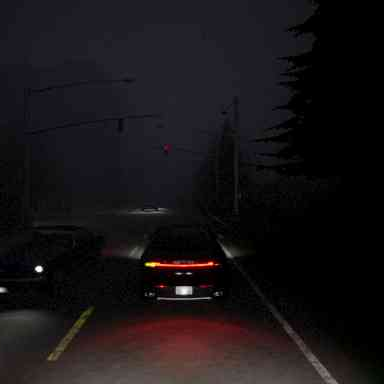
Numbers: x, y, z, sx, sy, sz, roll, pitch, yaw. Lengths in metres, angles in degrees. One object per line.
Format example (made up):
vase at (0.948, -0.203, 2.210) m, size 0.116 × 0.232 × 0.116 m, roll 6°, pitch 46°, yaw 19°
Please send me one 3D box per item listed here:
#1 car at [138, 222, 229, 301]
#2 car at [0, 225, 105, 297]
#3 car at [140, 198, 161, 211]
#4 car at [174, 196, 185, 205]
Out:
car at (-0.218, 1.505, 8.343) m, size 1.837 × 1.490 × 4.892 m, roll 0°, pitch 0°, yaw -2°
car at (-3.753, 1.601, 8.686) m, size 1.895 × 1.301 × 4.718 m, roll 0°, pitch 0°, yaw 0°
car at (-5.137, 1.526, 40.655) m, size 1.812 × 1.442 × 4.674 m, roll 0°, pitch 0°, yaw -3°
car at (-2.240, 1.478, 60.608) m, size 1.882 × 1.535 × 5.008 m, roll 0°, pitch 0°, yaw -3°
